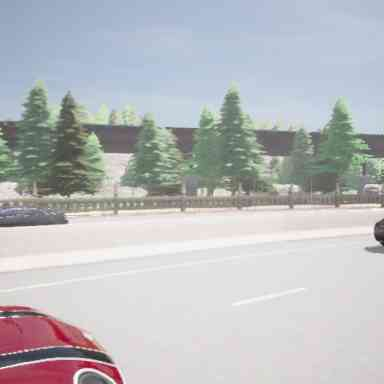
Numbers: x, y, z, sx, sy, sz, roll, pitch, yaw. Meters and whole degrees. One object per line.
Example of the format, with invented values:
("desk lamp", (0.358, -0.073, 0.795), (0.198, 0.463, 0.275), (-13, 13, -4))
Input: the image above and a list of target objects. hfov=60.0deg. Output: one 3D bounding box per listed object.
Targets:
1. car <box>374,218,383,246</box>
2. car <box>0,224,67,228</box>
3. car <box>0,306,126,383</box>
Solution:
("car", (9.140, 1.377, 12.788), (4.892, 1.490, 1.837), (0, 0, -27))
("car", (-8.212, 1.385, 15.108), (4.902, 1.511, 2.128), (0, 1, -33))
("car", (-2.582, 1.342, 1.756), (4.553, 1.767, 2.097), (0, 1, -36))
